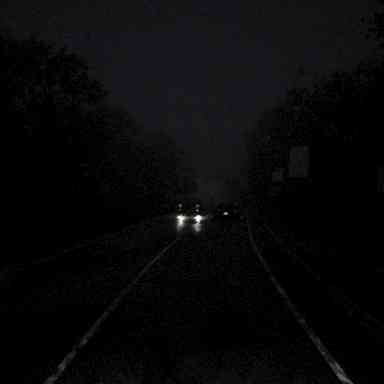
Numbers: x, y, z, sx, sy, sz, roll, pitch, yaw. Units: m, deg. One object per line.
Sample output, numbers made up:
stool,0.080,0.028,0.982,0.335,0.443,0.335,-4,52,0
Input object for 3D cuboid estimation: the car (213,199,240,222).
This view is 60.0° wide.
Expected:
car,2.747,1.535,26.268,1.994,1.385,4.181,1,0,8

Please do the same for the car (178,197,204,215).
car,-0.015,1.260,33.083,2.097,1.767,4.553,1,0,8
